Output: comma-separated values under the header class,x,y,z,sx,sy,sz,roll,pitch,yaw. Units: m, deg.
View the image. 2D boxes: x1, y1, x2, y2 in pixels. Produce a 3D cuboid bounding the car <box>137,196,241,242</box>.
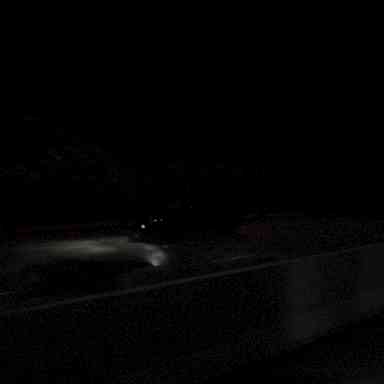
class,x,y,z,sx,sy,sz,roll,pitch,yaw
car,0.008,1.232,16.891,5.566,2.045,2.150,0,0,-35
